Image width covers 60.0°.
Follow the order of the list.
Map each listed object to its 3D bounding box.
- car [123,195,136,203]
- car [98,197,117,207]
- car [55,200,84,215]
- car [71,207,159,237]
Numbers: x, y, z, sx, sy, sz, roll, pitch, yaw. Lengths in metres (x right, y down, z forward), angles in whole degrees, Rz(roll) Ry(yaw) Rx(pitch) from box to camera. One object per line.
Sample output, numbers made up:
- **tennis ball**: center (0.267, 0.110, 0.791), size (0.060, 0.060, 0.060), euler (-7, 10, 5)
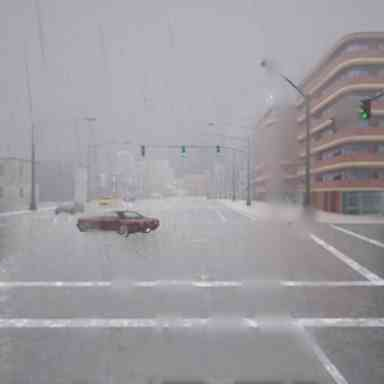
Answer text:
- **car**: center (-12.430, 1.309, 66.650), size (2.128, 1.511, 4.902), euler (0, 1, 1)
- **car**: center (-12.735, 1.470, 50.355), size (1.882, 1.535, 5.008), euler (0, 1, 1)
- **car**: center (-12.949, 1.645, 35.542), size (1.812, 1.442, 4.674), euler (0, 0, 1)
- **car**: center (-4.284, 1.701, 18.661), size (4.718, 1.301, 1.895), euler (0, -1, 30)
